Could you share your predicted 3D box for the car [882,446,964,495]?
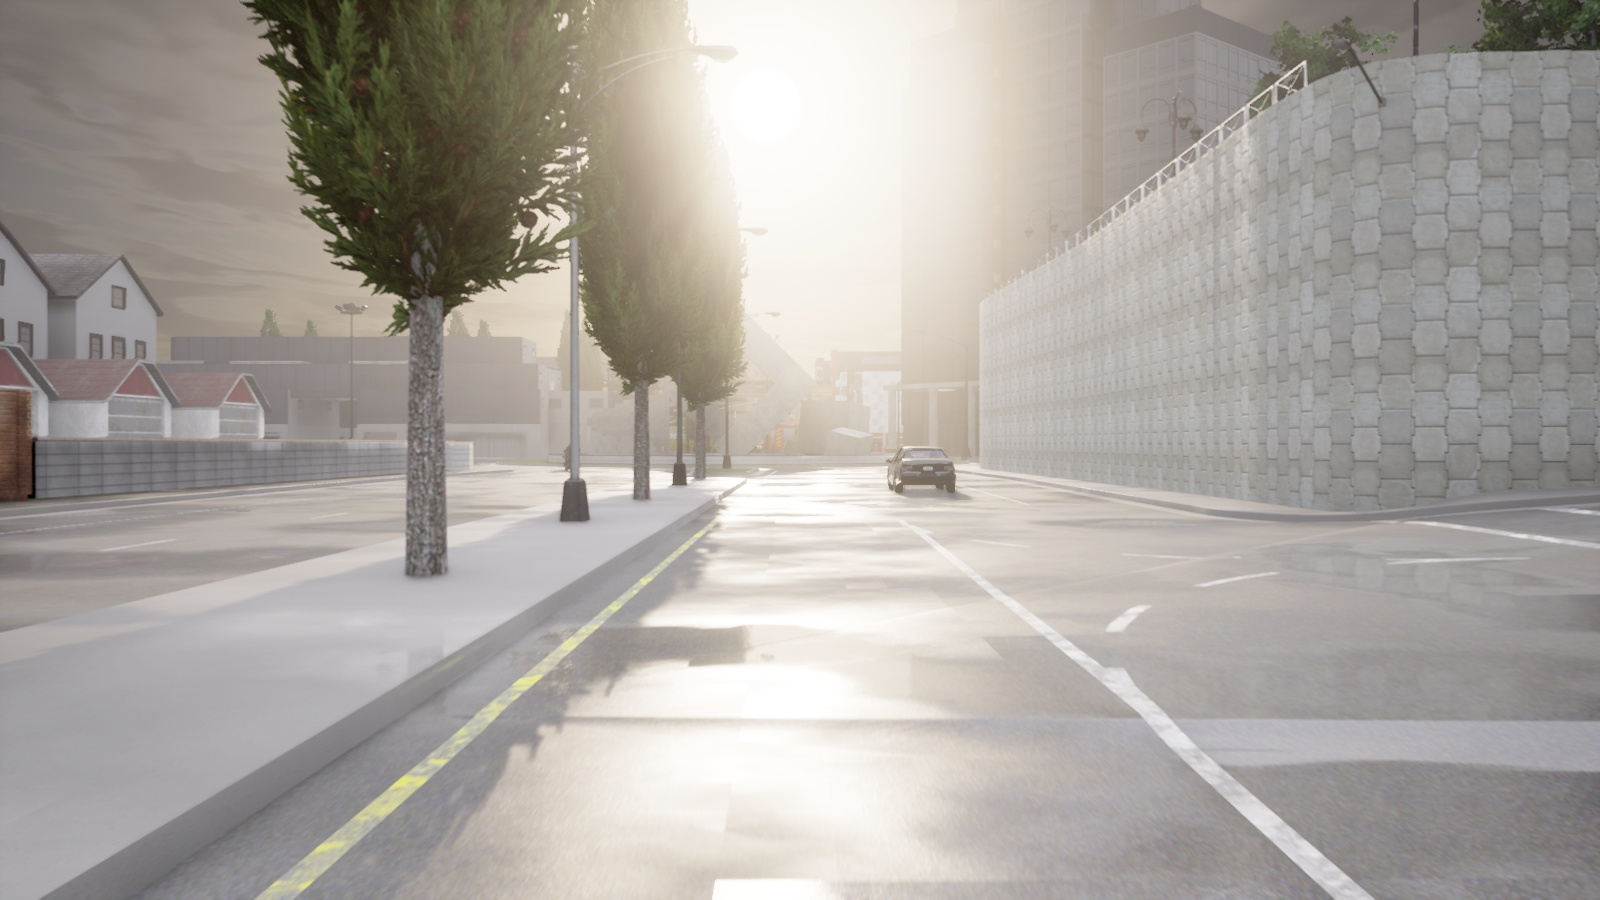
[{"bbox_3d":[3.738,0.577,39.037,2.033,1.411,5.357,0,0,0],"label":"car"}]
